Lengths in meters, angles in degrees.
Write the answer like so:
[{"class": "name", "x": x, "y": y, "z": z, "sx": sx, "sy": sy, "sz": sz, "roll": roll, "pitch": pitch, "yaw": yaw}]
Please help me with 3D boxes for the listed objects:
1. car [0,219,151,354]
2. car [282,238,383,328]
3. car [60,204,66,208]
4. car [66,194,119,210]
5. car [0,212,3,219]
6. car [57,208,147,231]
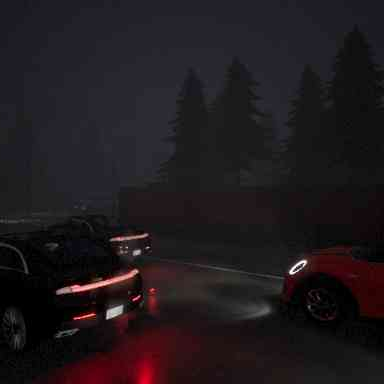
[{"class": "car", "x": -3.061, "y": 1.492, "z": 6.147, "sx": 4.902, "sy": 1.511, "sz": 2.128, "roll": 0, "pitch": 0, "yaw": 36}, {"class": "car", "x": 3.885, "y": 1.352, "z": 5.521, "sx": 4.553, "sy": 1.767, "sz": 2.097, "roll": 0, "pitch": 0, "yaw": 36}, {"class": "car", "x": -12.947, "y": 1.601, "z": 39.131, "sx": 1.895, "sy": 1.301, "sz": 4.718, "roll": 0, "pitch": 0, "yaw": 35}, {"class": "car", "x": -10.527, "y": 1.221, "z": 36.578, "sx": 2.150, "sy": 2.045, "sz": 5.566, "roll": 0, "pitch": 0, "yaw": 32}, {"class": "car", "x": -16.174, "y": 1.547, "z": 22.933, "sx": 5.357, "sy": 1.411, "sz": 2.033, "roll": 0, "pitch": 0, "yaw": -44}, {"class": "car", "x": -3.496, "y": 1.492, "z": 10.801, "sx": 4.902, "sy": 1.511, "sz": 2.128, "roll": 0, "pitch": 0, "yaw": 37}]
